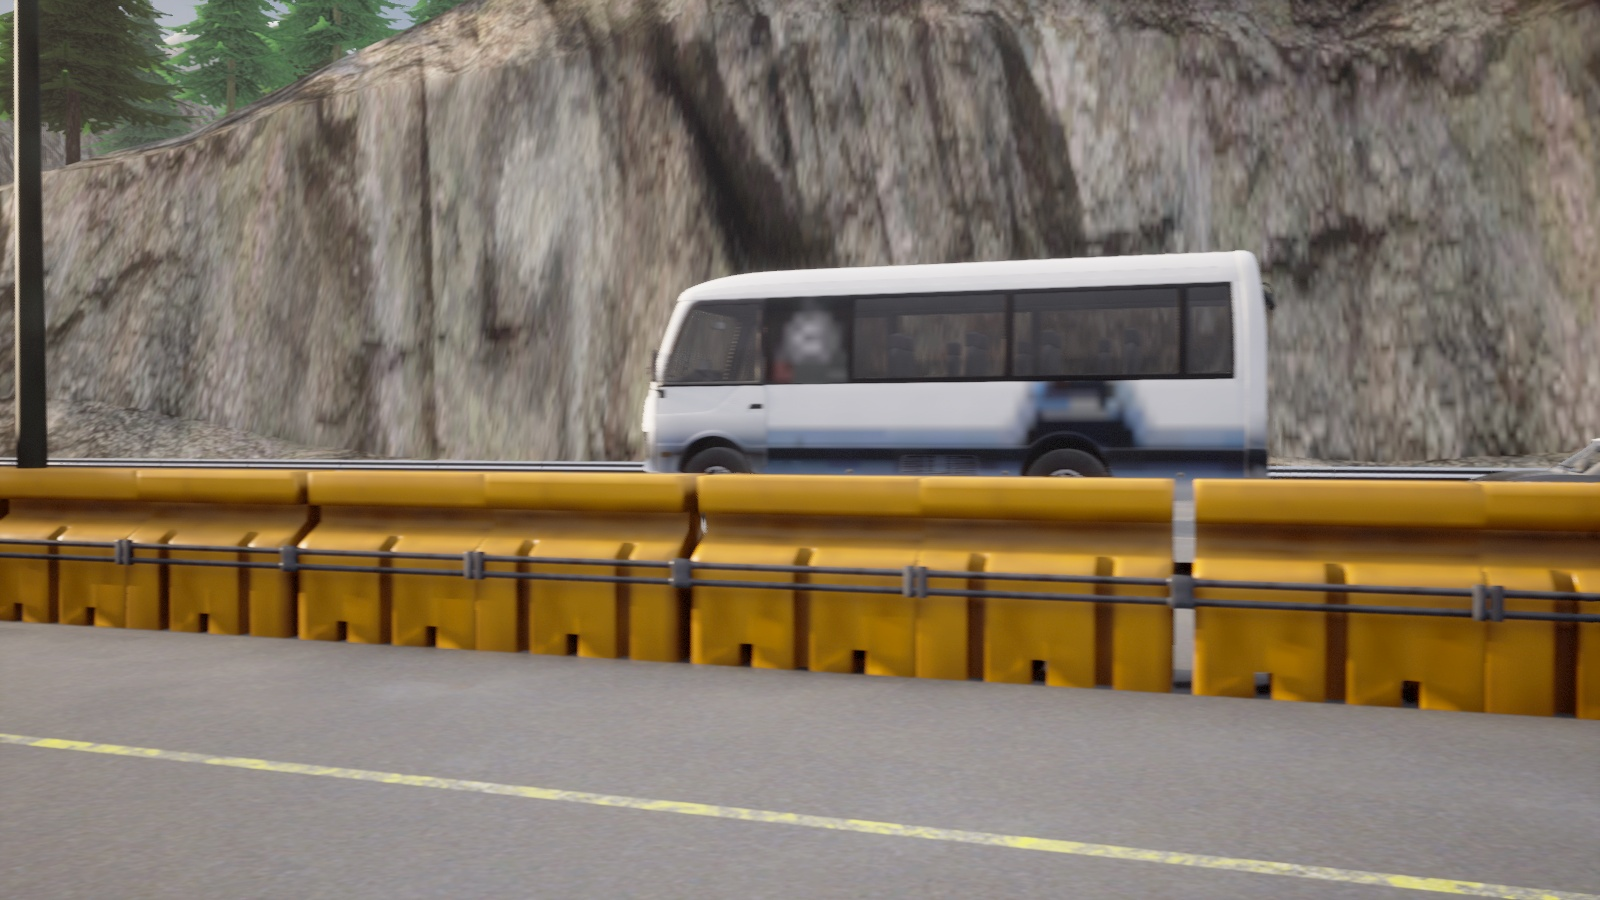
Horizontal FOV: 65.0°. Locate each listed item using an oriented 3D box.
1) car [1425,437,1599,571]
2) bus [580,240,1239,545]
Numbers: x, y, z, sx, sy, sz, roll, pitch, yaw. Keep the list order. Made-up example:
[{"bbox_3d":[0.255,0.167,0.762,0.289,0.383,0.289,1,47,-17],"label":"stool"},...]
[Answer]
[{"bbox_3d":[9.602,0.598,14.740,3.806,1.475,1.970,1,1,18],"label":"car"},{"bbox_3d":[1.857,-0.888,21.011,10.273,4.253,3.944,1,1,19],"label":"bus"}]
